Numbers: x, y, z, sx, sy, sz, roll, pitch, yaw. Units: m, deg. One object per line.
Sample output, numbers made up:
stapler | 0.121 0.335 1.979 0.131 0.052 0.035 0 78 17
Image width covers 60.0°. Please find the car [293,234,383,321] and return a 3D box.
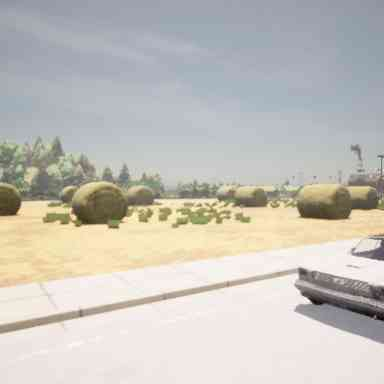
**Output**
car | 4.249 1.573 6.787 4.718 1.301 1.895 0 0 -35
